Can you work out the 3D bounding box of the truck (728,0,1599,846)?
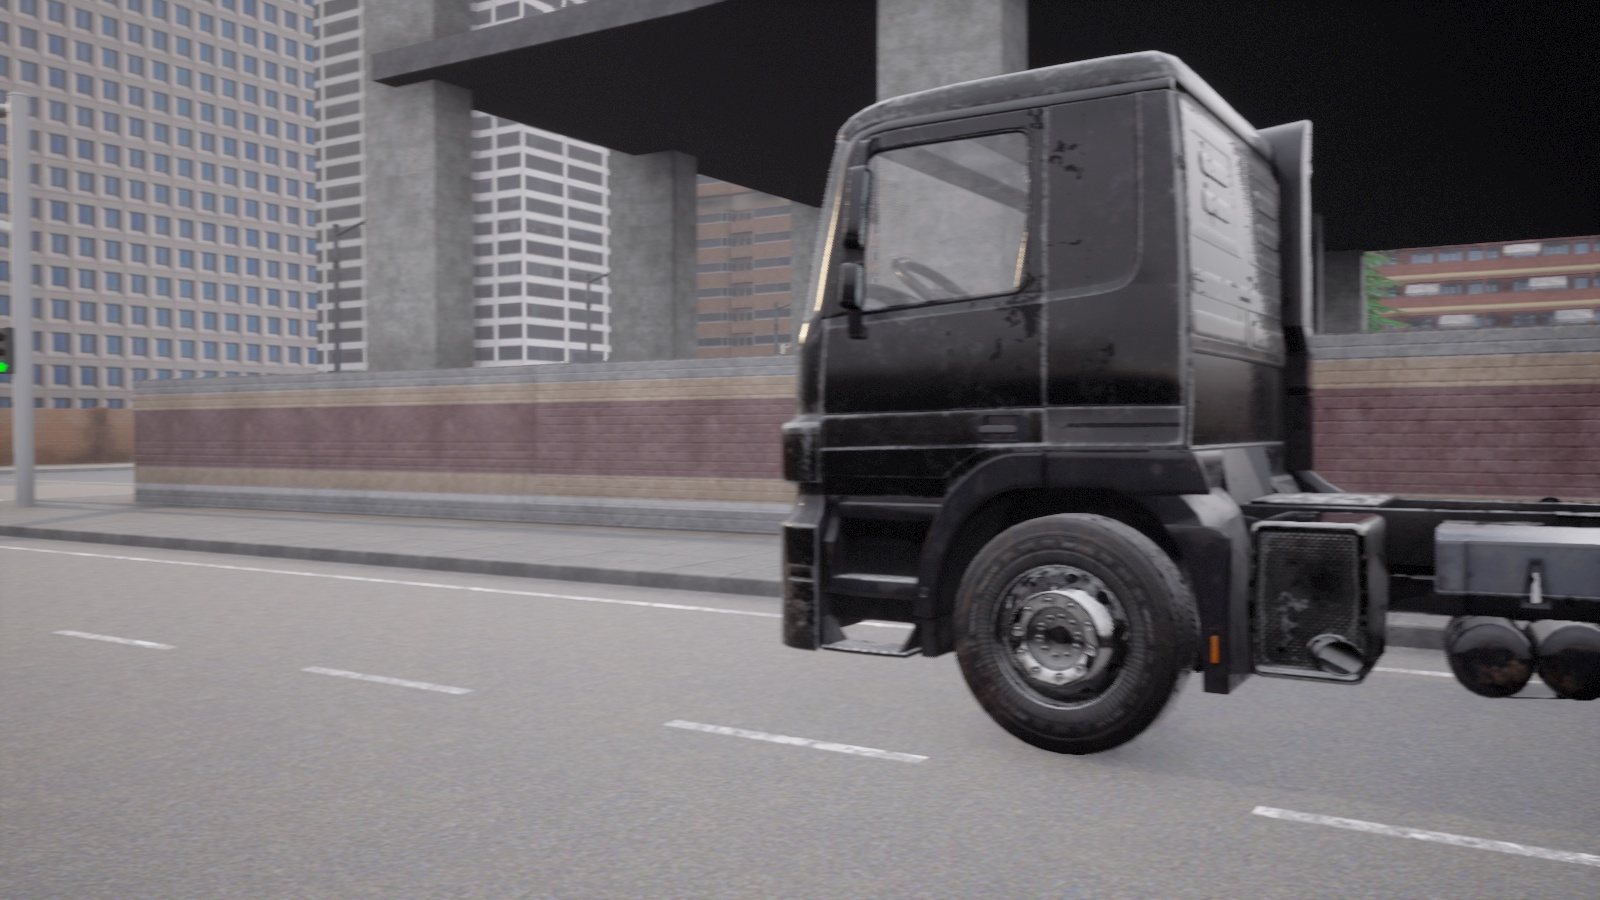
[{"bbox_3d":[3.754,-0.253,5.969,7.936,3.462,2.891,1,1,31],"label":"truck"}]
